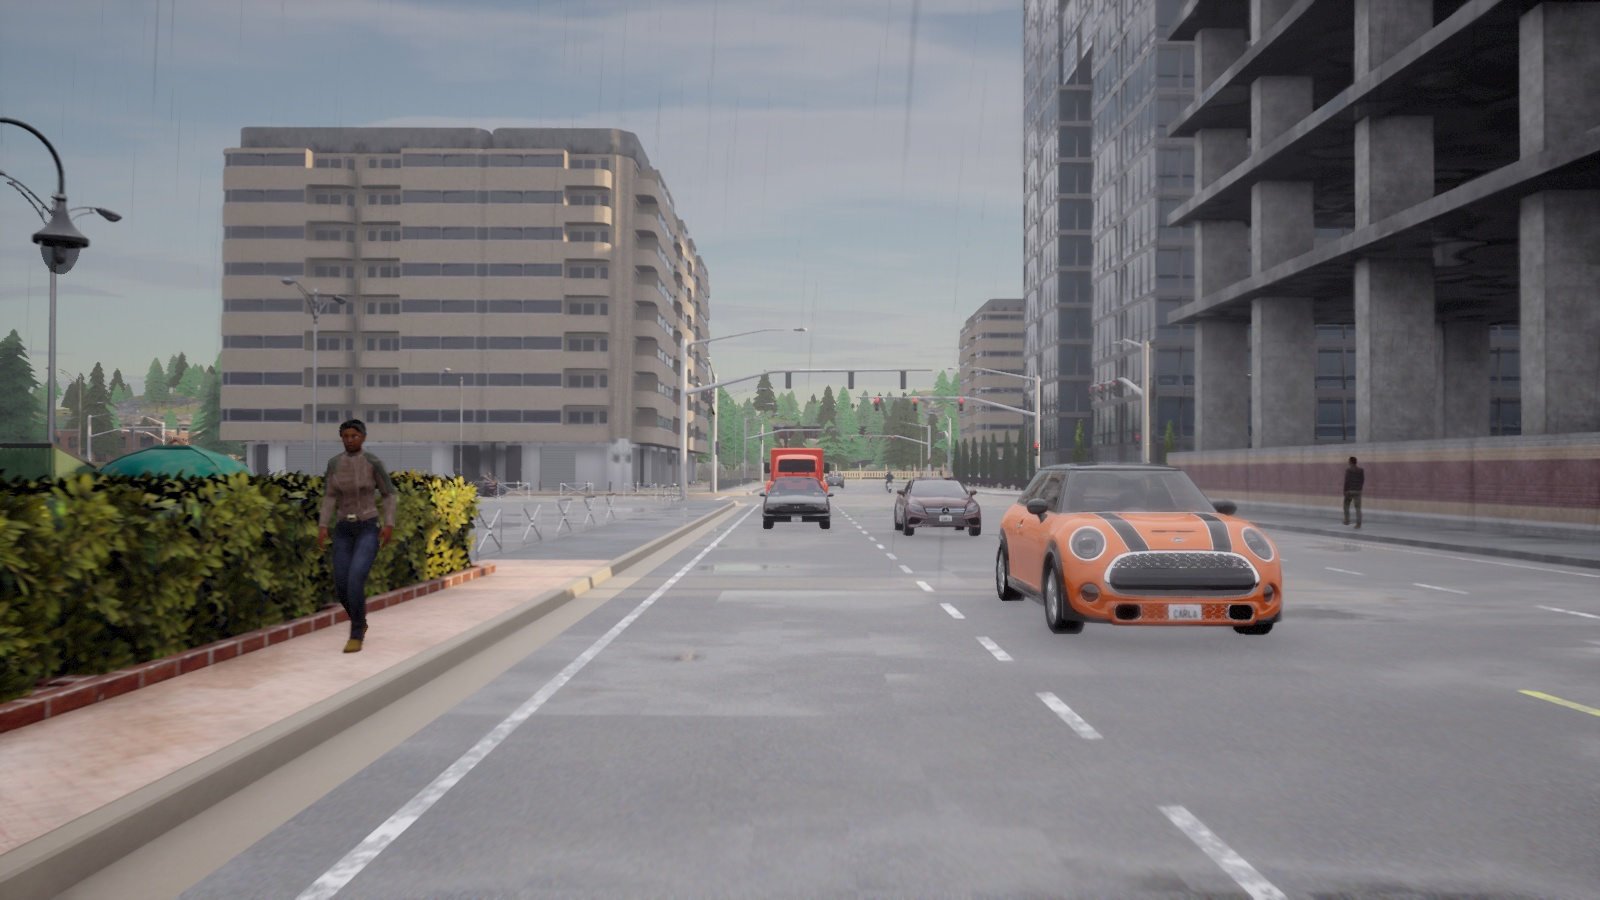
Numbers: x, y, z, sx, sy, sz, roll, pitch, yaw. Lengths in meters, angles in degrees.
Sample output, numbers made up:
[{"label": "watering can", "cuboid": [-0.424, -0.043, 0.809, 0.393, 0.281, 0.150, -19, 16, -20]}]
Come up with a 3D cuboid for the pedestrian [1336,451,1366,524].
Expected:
[{"label": "pedestrian", "cuboid": [13.981, 0.945, 31.859, 0.431, 1.840, 0.703, 0, -1, -2]}]

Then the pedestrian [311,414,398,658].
[{"label": "pedestrian", "cuboid": [-3.444, 0.645, 9.751, 0.328, 1.805, 0.869, 0, -1, 3]}]

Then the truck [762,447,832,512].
[{"label": "truck", "cuboid": [-0.120, 1.170, 50.186, 2.627, 2.467, 5.204, 0, -1, 0]}]

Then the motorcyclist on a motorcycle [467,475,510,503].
[{"label": "motorcyclist on a motorcycle", "cuboid": [-17.090, 2.125, 68.928, 2.191, 1.530, 0.866, 0, -1, 0]}]

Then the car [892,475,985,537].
[{"label": "car", "cuboid": [3.425, 1.358, 31.799, 1.812, 1.442, 4.674, 0, -1, 0]}]

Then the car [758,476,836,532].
[{"label": "car", "cuboid": [-0.083, 1.451, 35.242, 2.033, 1.411, 5.357, 0, -1, 0]}]

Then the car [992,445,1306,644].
[{"label": "car", "cuboid": [3.468, 0.885, 13.510, 2.097, 1.767, 4.553, 0, -1, 0]}]
